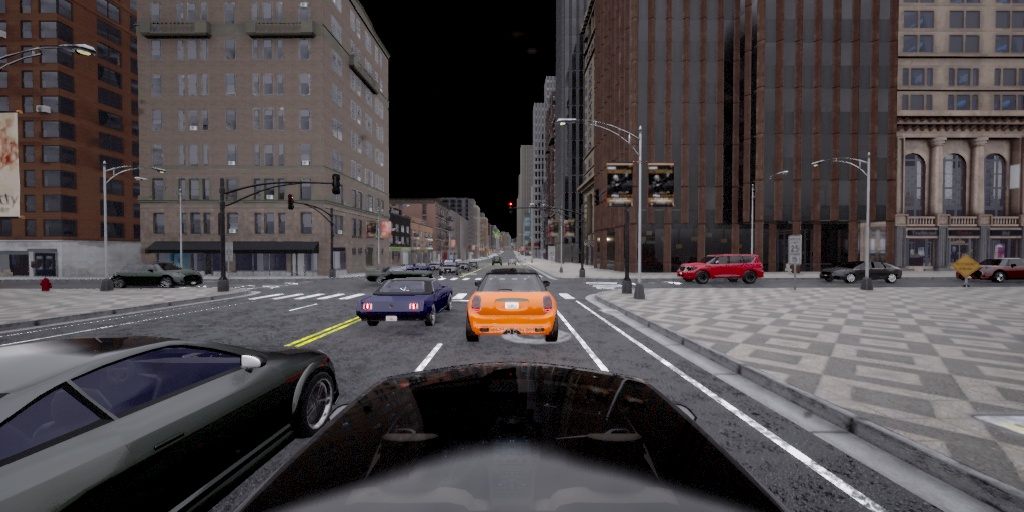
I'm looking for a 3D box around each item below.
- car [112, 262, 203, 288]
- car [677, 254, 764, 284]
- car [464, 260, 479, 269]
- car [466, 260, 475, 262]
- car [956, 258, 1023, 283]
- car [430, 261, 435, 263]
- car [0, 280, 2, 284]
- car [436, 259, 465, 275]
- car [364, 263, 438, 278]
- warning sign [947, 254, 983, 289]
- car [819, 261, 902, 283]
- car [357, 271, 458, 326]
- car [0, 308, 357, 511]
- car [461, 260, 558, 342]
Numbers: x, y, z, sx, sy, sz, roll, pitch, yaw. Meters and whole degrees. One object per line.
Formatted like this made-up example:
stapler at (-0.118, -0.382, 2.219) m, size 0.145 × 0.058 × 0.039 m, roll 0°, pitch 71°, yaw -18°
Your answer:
car at (-23.216, 1.198, 23.608) m, size 4.553 × 1.767 × 2.097 m, roll 0°, pitch 1°, yaw 0°
car at (14.833, 0.876, 25.633) m, size 5.566 × 2.045 × 2.150 m, roll 0°, pitch 1°, yaw 0°
car at (-6.597, 1.343, 58.824) m, size 1.994 × 1.385 × 4.181 m, roll 0°, pitch 0°, yaw 0°
car at (-6.612, 1.338, 48.805) m, size 1.994 × 1.385 × 4.181 m, roll 0°, pitch 0°, yaw 0°
car at (35.007, 0.926, 25.705) m, size 4.553 × 1.767 × 2.097 m, roll 0°, pitch 1°, yaw 0°
car at (-9.861, 1.367, 37.638) m, size 1.895 × 1.301 × 4.718 m, roll 0°, pitch 0°, yaw 0°
car at (-37.489, 1.442, 23.695) m, size 5.357 × 1.411 × 2.033 m, roll 0°, pitch 1°, yaw 0°
car at (-6.610, 1.331, 38.846) m, size 1.994 × 1.385 × 4.181 m, roll 0°, pitch 0°, yaw 0°
car at (-8.080, 1.357, 25.886) m, size 4.718 × 1.301 × 1.895 m, roll 0°, pitch 0°, yaw -25°
warning sign at (25.173, 0.827, 19.871) m, size 1.060 × 1.860 × 1.300 m, roll 0°, pitch 0°, yaw 0°
car at (24.889, 1.119, 25.673) m, size 4.892 × 1.490 × 1.837 m, roll 0°, pitch 1°, yaw 0°
car at (-3.152, 1.350, 11.610) m, size 1.895 × 1.301 × 4.718 m, roll 0°, pitch 0°, yaw 0°
car at (-3.158, 1.314, 2.790) m, size 1.994 × 1.385 × 4.181 m, roll 0°, pitch 0°, yaw 1°
car at (0.008, 1.101, 9.959) m, size 2.097 × 1.767 × 4.553 m, roll 0°, pitch 0°, yaw 0°
